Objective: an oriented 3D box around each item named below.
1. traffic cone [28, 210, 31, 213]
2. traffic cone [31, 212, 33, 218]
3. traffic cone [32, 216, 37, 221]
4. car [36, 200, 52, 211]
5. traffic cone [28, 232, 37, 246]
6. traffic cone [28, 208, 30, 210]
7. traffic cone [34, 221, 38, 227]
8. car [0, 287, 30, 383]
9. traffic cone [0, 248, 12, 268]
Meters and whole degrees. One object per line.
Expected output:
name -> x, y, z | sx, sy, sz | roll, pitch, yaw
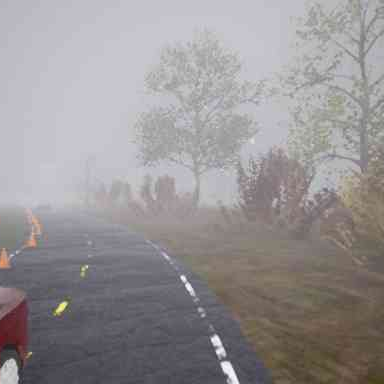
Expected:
traffic cone -> -15.697, 2.282, 32.712 | 0.340, 0.580, 0.340 | 0, -1, -27
traffic cone -> -13.411, 2.240, 28.265 | 0.340, 0.580, 0.340 | 0, -1, -27
traffic cone -> -11.126, 2.197, 23.819 | 0.340, 0.580, 0.340 | 0, -1, -27
car -> -22.211, 1.966, 49.889 | 1.882, 1.535, 5.008 | 0, -1, -28
traffic cone -> -7.210, 2.110, 15.021 | 0.340, 0.580, 0.340 | 0, -1, -19
traffic cone -> -17.983, 2.324, 37.159 | 0.340, 0.580, 0.340 | 0, -1, -27
traffic cone -> -8.962, 2.154, 19.456 | 0.340, 0.580, 0.340 | 0, -1, -24
car -> -2.641, 1.498, 1.761 | 1.882, 1.535, 5.008 | 0, -1, -4
traffic cone -> -5.879, 2.064, 10.443 | 0.340, 0.580, 0.340 | 0, -1, -14
